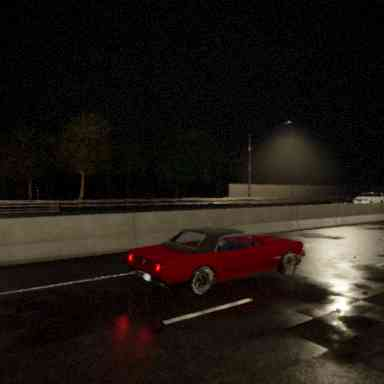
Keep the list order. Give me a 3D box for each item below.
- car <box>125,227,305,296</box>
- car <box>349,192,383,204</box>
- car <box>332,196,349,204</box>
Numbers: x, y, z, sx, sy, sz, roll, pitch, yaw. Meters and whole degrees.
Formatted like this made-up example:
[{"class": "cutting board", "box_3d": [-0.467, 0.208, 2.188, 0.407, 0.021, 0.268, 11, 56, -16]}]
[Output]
[{"class": "car", "box_3d": [0.806, 1.578, 8.621, 4.718, 1.301, 1.895, 0, 0, -35]}, {"class": "car", "box_3d": [25.527, 1.071, 47.961, 5.566, 2.045, 2.150, 0, 0, -35]}, {"class": "car", "box_3d": [23.293, 1.355, 50.664, 4.892, 1.490, 1.837, 0, 0, -35]}]
